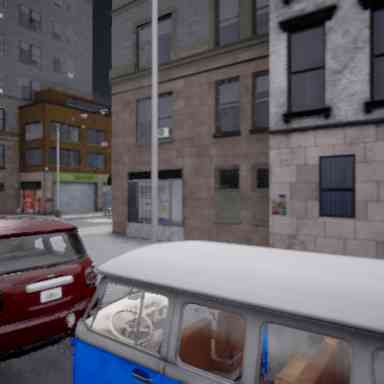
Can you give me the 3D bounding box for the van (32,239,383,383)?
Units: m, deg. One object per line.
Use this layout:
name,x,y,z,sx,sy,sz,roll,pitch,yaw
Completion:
van,0.858,1.341,2.198,3.998,1.788,1.690,0,0,35

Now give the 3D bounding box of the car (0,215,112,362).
car,-3.640,1.317,5.384,5.009,1.841,2.192,0,0,35

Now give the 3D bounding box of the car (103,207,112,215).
car,-5.414,1.436,28.631,1.812,1.442,4.674,0,0,35
